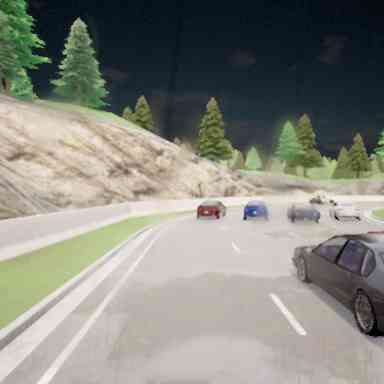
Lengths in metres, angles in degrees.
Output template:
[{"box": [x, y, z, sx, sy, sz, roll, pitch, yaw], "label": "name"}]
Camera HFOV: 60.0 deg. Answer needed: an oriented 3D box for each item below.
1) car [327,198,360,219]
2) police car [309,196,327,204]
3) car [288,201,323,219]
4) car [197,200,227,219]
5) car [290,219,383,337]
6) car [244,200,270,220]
[{"box": [12.563, 1.485, 27.434, 1.812, 1.442, 4.674, 0, 0, 16], "label": "car"}, {"box": [22.272, 1.420, 57.032, 4.974, 1.542, 2.038, 0, 0, -35], "label": "police car"}, {"box": [8.263, 1.564, 24.925, 1.895, 1.301, 4.718, 0, 0, 12], "label": "car"}, {"box": [1.795, 1.435, 28.747, 1.882, 1.535, 5.008, 0, 0, 16], "label": "car"}, {"box": [3.584, 1.538, 6.549, 2.033, 1.411, 5.357, 0, 0, 0], "label": "car"}, {"box": [5.502, 1.436, 28.007, 1.882, 1.535, 5.008, 0, 0, 15], "label": "car"}]
